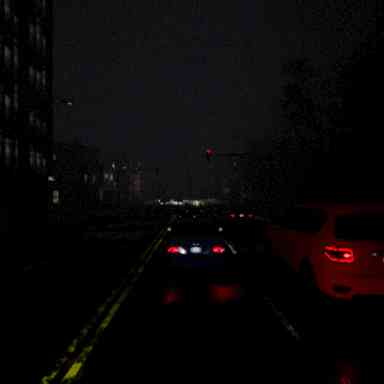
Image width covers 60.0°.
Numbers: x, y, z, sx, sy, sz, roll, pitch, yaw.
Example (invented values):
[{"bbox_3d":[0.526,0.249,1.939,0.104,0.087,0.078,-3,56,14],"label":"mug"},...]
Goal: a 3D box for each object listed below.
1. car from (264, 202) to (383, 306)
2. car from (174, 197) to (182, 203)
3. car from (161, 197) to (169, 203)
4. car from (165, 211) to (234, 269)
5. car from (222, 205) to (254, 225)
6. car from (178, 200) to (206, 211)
[{"bbox_3d":[3.350,1.258,8.242,2.150,2.045,5.566,0,0,0],"label":"car"},{"bbox_3d":[-3.357,1.903,81.584,1.994,1.385,4.181,0,0,0],"label":"car"},{"bbox_3d":[-6.608,1.890,81.572,2.033,1.411,5.357,0,0,0],"label":"car"},{"bbox_3d":[0.102,1.596,11.347,2.033,1.411,5.357,0,0,0],"label":"car"},{"bbox_3d":[3.351,1.653,24.965,2.033,1.411,5.357,0,0,0],"label":"car"},{"bbox_3d":[0.110,1.601,26.203,2.128,1.511,4.902,0,0,-2],"label":"car"}]
